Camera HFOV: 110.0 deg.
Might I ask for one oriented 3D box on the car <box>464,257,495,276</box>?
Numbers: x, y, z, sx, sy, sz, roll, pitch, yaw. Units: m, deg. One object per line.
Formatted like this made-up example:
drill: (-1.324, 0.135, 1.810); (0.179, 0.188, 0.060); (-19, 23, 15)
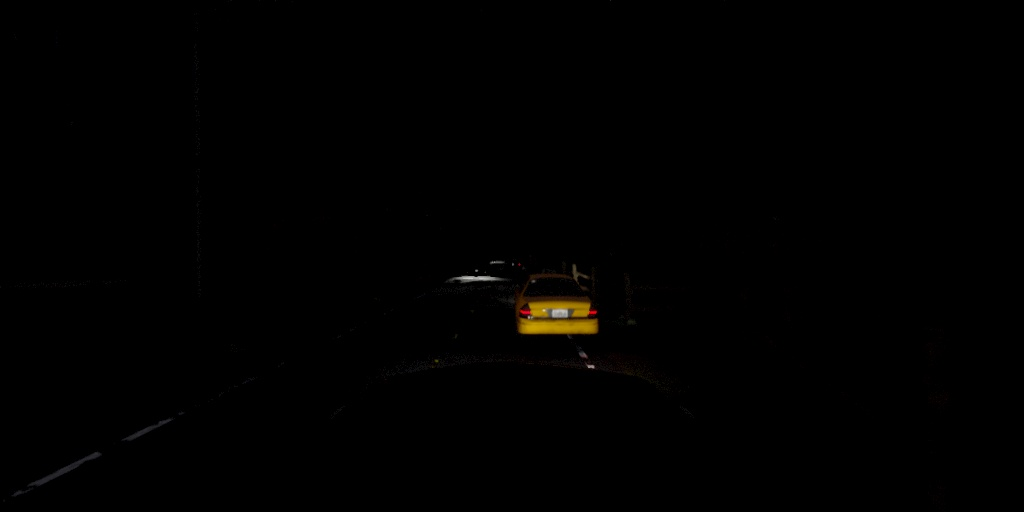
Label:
car: (-2.815, 0.953, 30.449); (1.994, 1.385, 4.181); (0, 1, 0)

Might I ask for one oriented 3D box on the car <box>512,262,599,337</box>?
car: (0.972, 1.102, 9.808); (1.801, 1.575, 5.366); (0, 1, 0)

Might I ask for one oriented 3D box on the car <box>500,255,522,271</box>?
car: (0.118, 0.844, 38.138); (2.033, 1.411, 5.357); (0, 1, 0)
